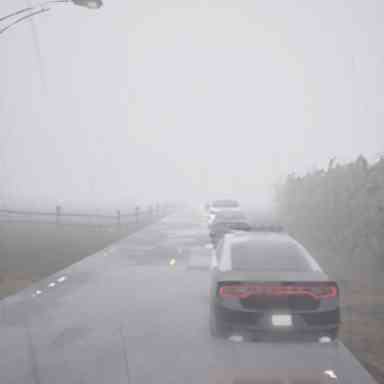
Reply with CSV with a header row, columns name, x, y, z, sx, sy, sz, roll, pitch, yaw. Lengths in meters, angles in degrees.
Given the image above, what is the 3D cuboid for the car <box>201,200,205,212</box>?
name,x,y,z,sx,sy,sz,roll,pitch,yaw
car,2.604,1.870,45.143,1.882,1.535,5.008,-1,-1,4

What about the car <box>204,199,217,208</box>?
name,x,y,z,sx,sy,sz,roll,pitch,yaw
car,3.295,2.036,58.553,2.128,1.511,4.902,-1,-1,3

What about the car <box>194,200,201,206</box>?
name,x,y,z,sx,sy,sz,roll,pitch,yaw
car,1.443,2.404,75.090,1.895,1.301,4.718,-1,-1,3

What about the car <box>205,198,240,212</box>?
name,x,y,z,sx,sy,sz,roll,pitch,yaw
car,2.167,1.418,22.794,2.150,2.045,5.566,-1,0,3

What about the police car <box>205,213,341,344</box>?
name,x,y,z,sx,sy,sz,roll,pitch,yaw
police car,1.305,1.483,6.897,1.930,1.638,5.238,-1,-1,3

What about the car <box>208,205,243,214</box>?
name,x,y,z,sx,sy,sz,roll,pitch,yaw
car,1.844,1.651,16.771,1.837,1.490,4.892,-1,-1,3
